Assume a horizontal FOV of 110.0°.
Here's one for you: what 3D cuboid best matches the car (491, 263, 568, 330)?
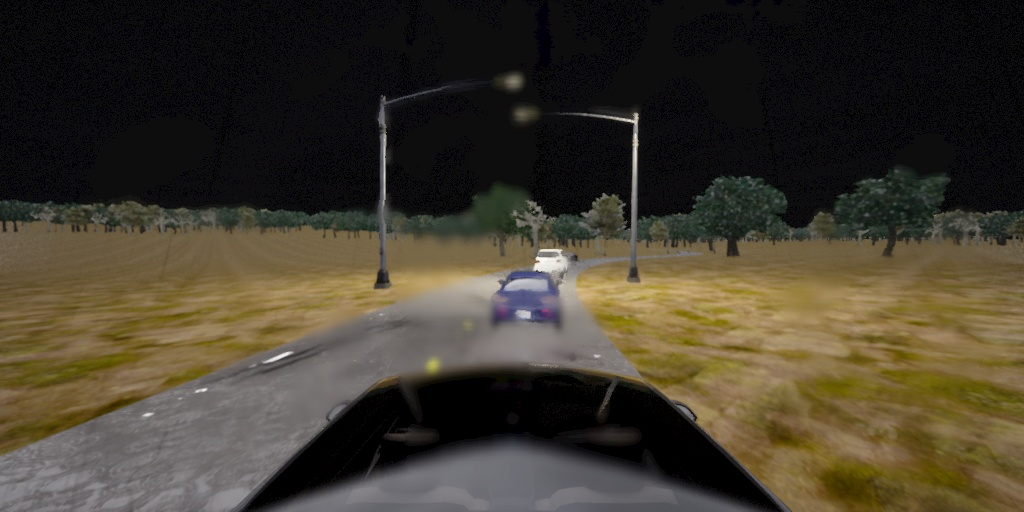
[{"bbox_3d":[0.520,1.131,10.480,1.812,1.442,4.674,0,1,6],"label":"car"}]

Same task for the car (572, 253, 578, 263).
[{"bbox_3d":[8.537,0.236,53.485,2.128,1.511,4.902,2,2,25],"label":"car"}]

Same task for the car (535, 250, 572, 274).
[{"bbox_3d":[3.156,0.522,27.650,2.150,2.045,5.566,1,1,13],"label":"car"}]
